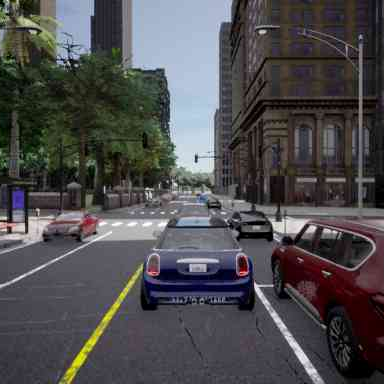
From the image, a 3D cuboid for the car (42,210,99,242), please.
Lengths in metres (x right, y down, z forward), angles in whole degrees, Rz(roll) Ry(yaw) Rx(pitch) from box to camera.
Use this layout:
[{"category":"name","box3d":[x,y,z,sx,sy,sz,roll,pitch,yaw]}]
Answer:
[{"category":"car","box3d":[-5.765,1.578,16.319,1.802,1.307,4.206,0,0,0]}]

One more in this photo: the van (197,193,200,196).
[{"category":"van","box3d":[2.764,1.282,80.680,1.690,1.788,3.998,0,0,0]}]

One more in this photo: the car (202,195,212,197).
[{"category":"car","box3d":[2.762,1.544,48.158,1.947,1.339,4.313,0,0,0]}]

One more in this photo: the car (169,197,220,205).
[{"category":"car","box3d":[0.102,1.348,17.484,2.097,1.767,4.553,0,0,0]}]

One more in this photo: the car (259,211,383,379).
[{"category":"car","box3d":[2.758,1.314,5.450,2.192,1.841,5.009,0,0,0]}]

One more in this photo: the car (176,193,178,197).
[{"category":"car","box3d":[-5.760,1.239,91.541,2.192,1.841,5.009,0,0,0]}]

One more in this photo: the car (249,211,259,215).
[{"category":"car","box3d":[2.760,1.562,16.301,1.947,1.339,4.313,0,0,0]}]

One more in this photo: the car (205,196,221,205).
[{"category":"car","box3d":[2.762,1.547,42.738,1.947,1.339,4.313,0,0,0]}]

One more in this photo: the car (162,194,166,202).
[{"category":"car","box3d":[-5.763,1.414,53.598,1.967,1.590,4.097,0,0,0]}]

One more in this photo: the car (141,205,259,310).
[{"category":"car","box3d":[0.103,1.351,7.950,2.097,1.767,4.553,0,0,0]}]

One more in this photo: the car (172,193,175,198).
[{"category":"car","box3d":[-5.762,1.264,75.280,2.192,1.841,5.009,0,0,0]}]

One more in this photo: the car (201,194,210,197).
[{"category":"car","box3d":[2.763,1.499,53.748,1.752,1.417,4.829,0,0,0]}]

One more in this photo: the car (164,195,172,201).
[{"category":"car","box3d":[-5.761,1.466,80.531,1.752,1.417,4.829,0,0,0]}]

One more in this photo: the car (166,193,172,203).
[{"category":"car","box3d":[-5.762,1.396,69.860,1.967,1.590,4.097,0,0,0]}]

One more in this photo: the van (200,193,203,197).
[{"category":"van","box3d":[2.762,1.309,58.999,1.690,1.788,3.998,0,0,0]}]

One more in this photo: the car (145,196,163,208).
[{"category":"car","box3d":[-5.763,1.529,48.178,2.008,1.369,4.403,0,0,0]}]
